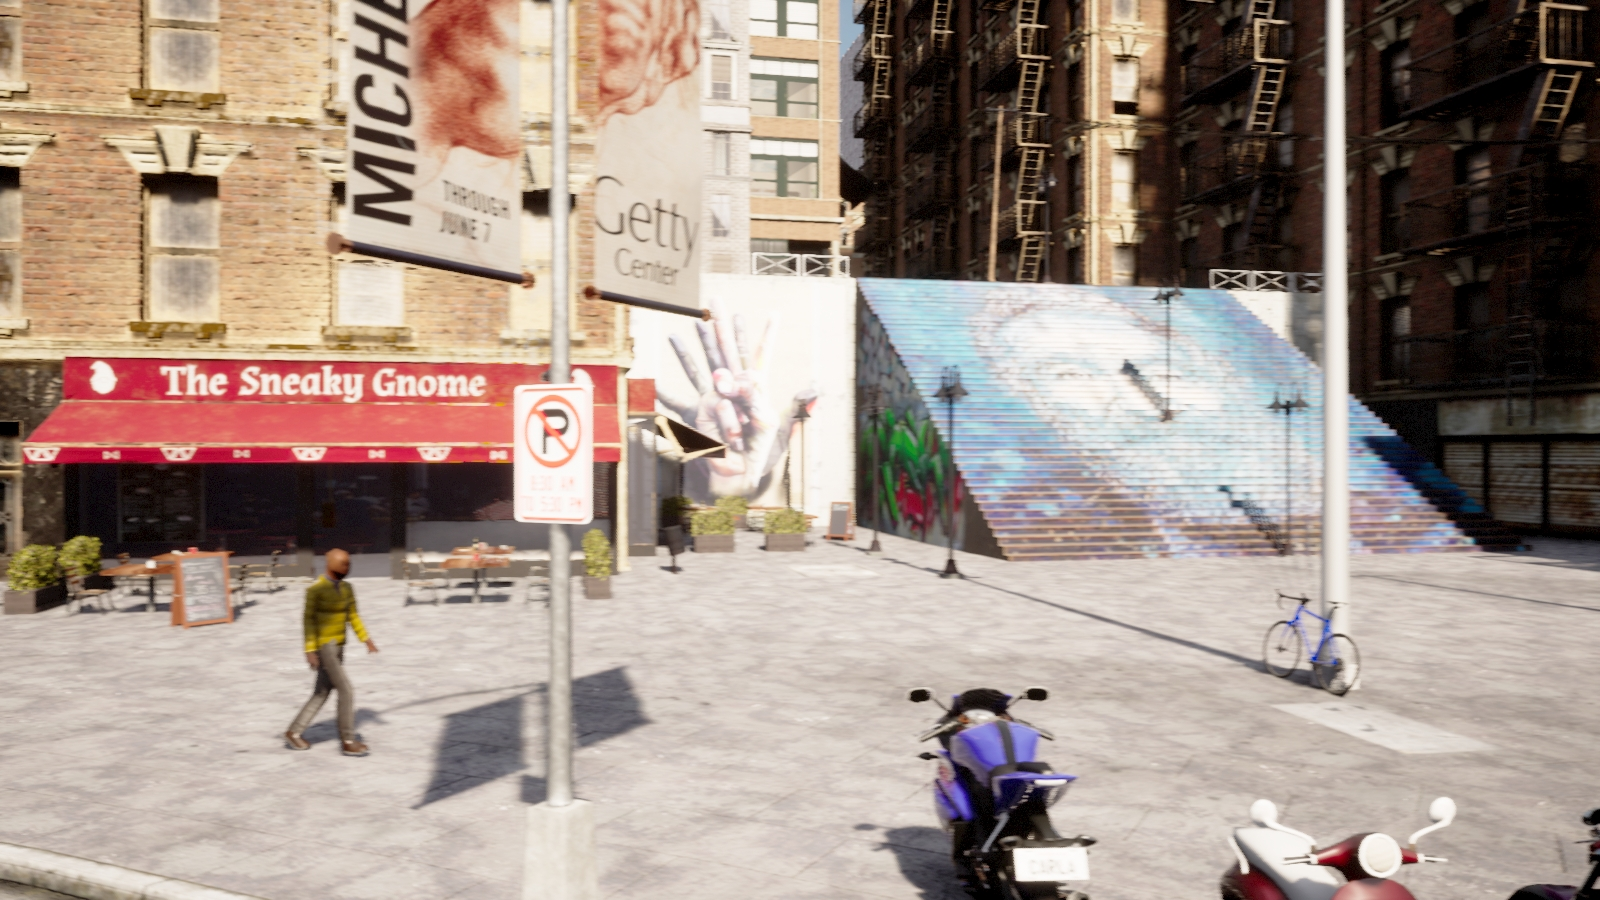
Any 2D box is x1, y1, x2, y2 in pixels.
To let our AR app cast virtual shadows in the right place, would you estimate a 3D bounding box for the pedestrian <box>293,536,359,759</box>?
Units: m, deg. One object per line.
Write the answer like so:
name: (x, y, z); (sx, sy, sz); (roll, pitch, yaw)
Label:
pedestrian: (-4.115, 1.693, 9.936); (0.375, 1.860, 0.375); (0, 0, 18)
